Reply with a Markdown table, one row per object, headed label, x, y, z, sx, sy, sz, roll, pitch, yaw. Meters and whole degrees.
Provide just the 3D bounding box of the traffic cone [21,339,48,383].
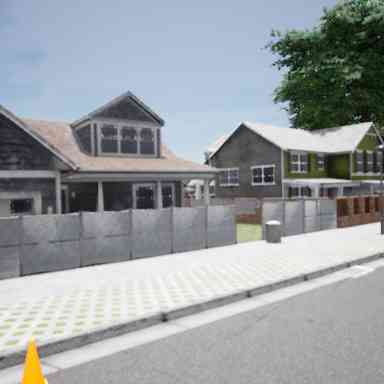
| label | x | y | z | sx | sy | sz | roll | pitch | yaw |
| --- | --- | --- | --- | --- | --- | --- | --- | --- | --- |
| traffic cone | -1.788 | 1.946 | 3.726 | 0.340 | 0.580 | 0.340 | -1 | 1 | -36 |
